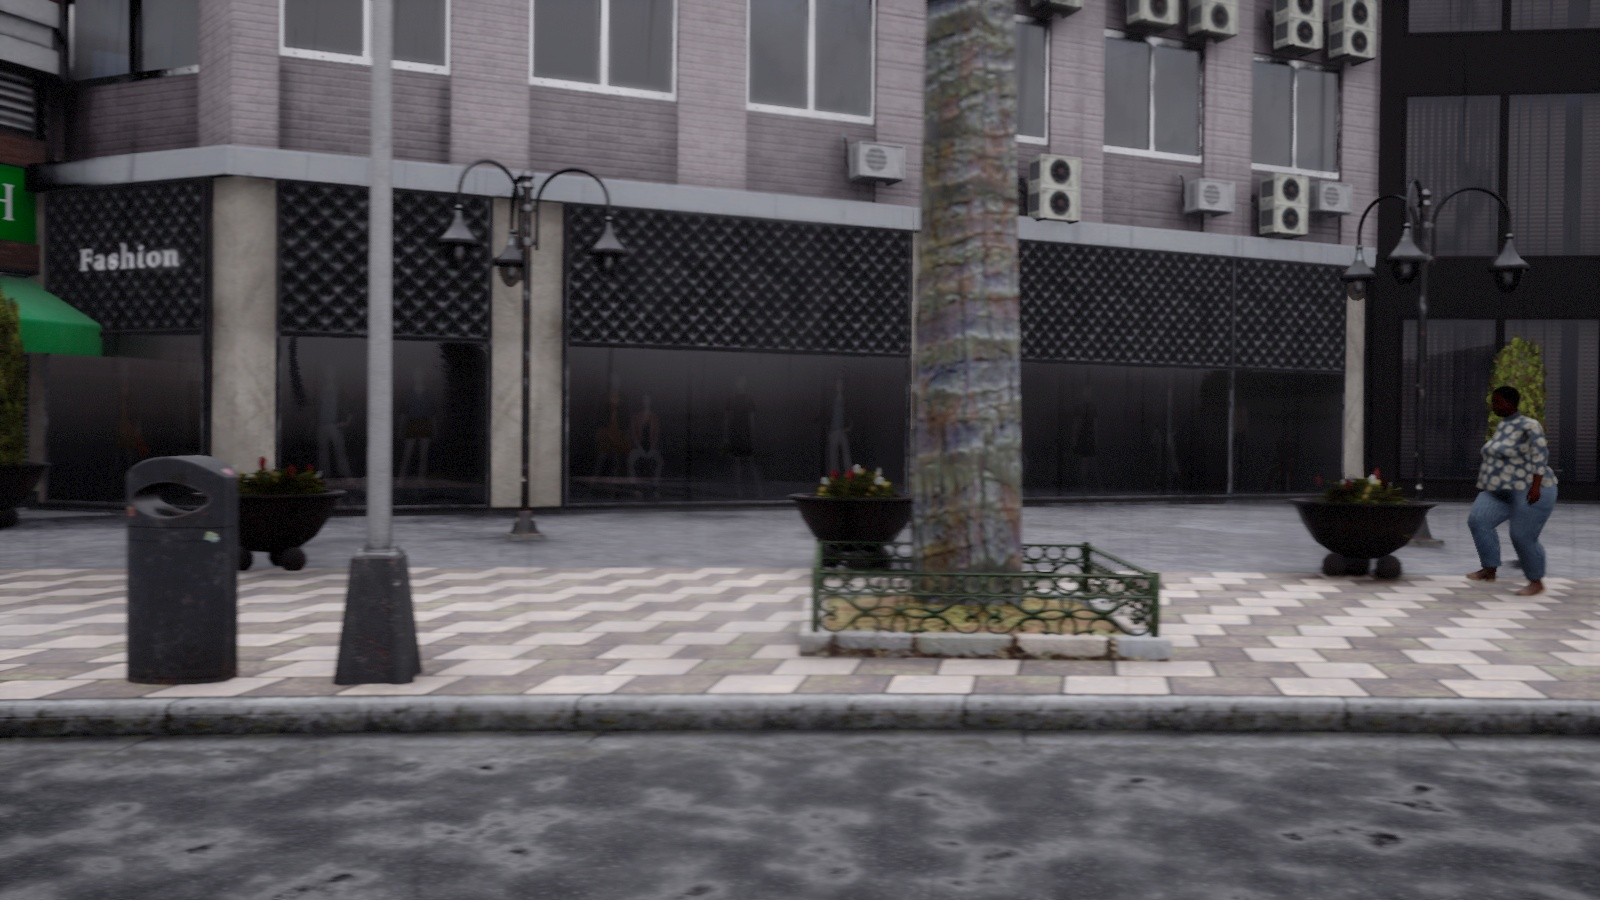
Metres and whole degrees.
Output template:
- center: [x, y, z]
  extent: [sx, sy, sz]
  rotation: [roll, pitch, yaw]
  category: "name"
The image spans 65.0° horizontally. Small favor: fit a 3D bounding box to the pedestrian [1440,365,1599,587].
- center: [6.304, 0.212, 11.023]
  extent: [0.900, 1.855, 0.874]
  rotation: [-1, 1, -3]
  category: "pedestrian"
